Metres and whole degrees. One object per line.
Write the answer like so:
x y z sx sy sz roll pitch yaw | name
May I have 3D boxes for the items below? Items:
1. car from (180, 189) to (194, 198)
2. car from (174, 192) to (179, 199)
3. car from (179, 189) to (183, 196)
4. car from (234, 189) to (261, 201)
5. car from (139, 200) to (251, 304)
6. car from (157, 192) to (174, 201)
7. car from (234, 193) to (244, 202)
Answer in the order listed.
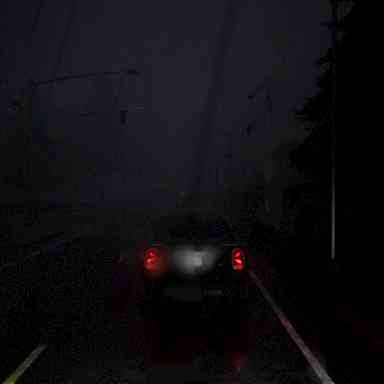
-0.836 0.589 73.424 1.895 1.301 4.718 0 1 -7 | car
-4.041 0.681 64.838 1.994 1.385 4.181 0 1 0 | car
-2.109 0.059 83.553 2.097 1.767 4.553 0 1 -13 | car
8.507 0.470 51.281 3.866 1.878 1.905 0 1 -1 | car
0.072 1.244 8.063 2.097 1.767 4.553 0 1 1 | car
-4.005 0.853 48.846 1.812 1.442 4.674 0 1 0 | car
8.919 0.502 48.770 4.605 1.855 1.932 0 1 -1 | car
